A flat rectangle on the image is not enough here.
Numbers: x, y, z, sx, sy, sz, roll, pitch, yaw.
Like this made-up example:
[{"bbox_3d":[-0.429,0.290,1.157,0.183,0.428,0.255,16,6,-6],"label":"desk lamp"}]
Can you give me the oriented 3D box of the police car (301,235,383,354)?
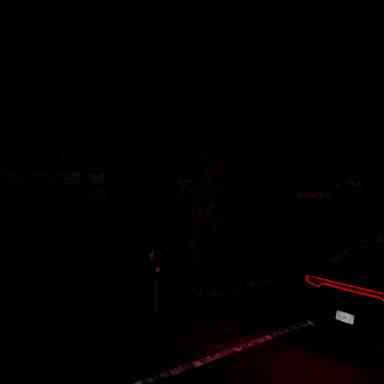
[{"bbox_3d":[4.104,1.421,5.806,5.238,1.638,1.930,0,0,-35],"label":"police car"}]
